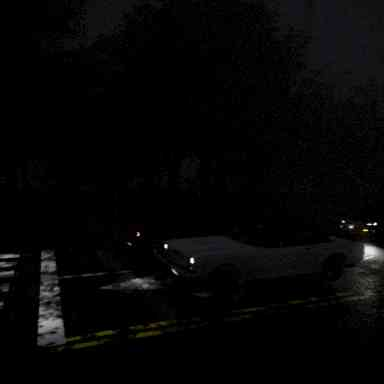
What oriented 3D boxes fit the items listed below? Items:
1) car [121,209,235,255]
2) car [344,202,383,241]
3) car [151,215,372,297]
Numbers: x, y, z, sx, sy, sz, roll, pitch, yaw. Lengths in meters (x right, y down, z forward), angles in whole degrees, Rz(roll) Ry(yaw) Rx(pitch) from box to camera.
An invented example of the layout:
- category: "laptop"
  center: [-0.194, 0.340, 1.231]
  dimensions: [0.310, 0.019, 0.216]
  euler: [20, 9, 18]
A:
- category: "car"
  center: [0.183, 1.238, 10.736]
  dimensions: [4.718, 1.301, 1.895]
  euler: [0, 2, -24]
- category: "car"
  center: [8.703, 1.189, 14.485]
  dimensions: [4.892, 1.490, 1.837]
  euler: [0, 2, -24]
- category: "car"
  center: [1.666, 1.364, 7.832]
  dimensions: [4.718, 1.301, 1.895]
  euler: [0, 2, -24]
